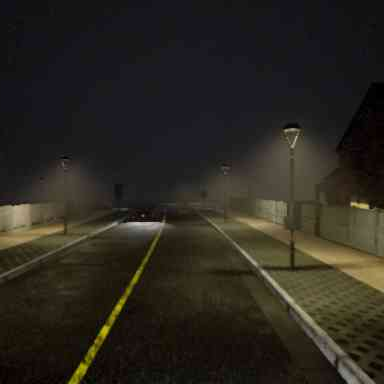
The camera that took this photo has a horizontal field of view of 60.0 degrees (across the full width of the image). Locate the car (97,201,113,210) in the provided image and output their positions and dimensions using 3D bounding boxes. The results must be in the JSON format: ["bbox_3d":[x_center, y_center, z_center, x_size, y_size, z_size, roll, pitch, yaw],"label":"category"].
[{"bbox_3d":[-12.696,1.713,43.129,4.718,1.301,1.895,0,4,-6],"label":"car"}]

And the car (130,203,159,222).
[{"bbox_3d":[-3.704,1.551,26.462,1.994,1.385,4.181,0,0,-3],"label":"car"}]
